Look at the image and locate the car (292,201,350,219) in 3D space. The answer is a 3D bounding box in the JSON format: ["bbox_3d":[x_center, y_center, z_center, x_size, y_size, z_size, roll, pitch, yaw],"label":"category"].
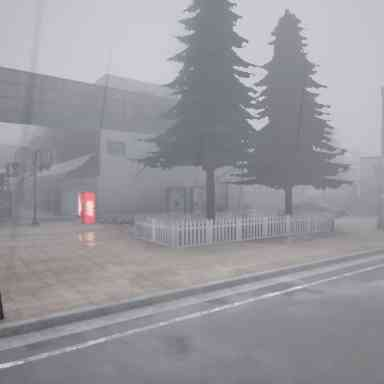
[{"bbox_3d":[10.769,1.532,28.979,2.033,1.411,5.357,0,0,-34],"label":"car"}]

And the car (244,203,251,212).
[{"bbox_3d":[4.601,1.462,38.142,1.882,1.535,5.008,0,0,-34],"label":"car"}]
